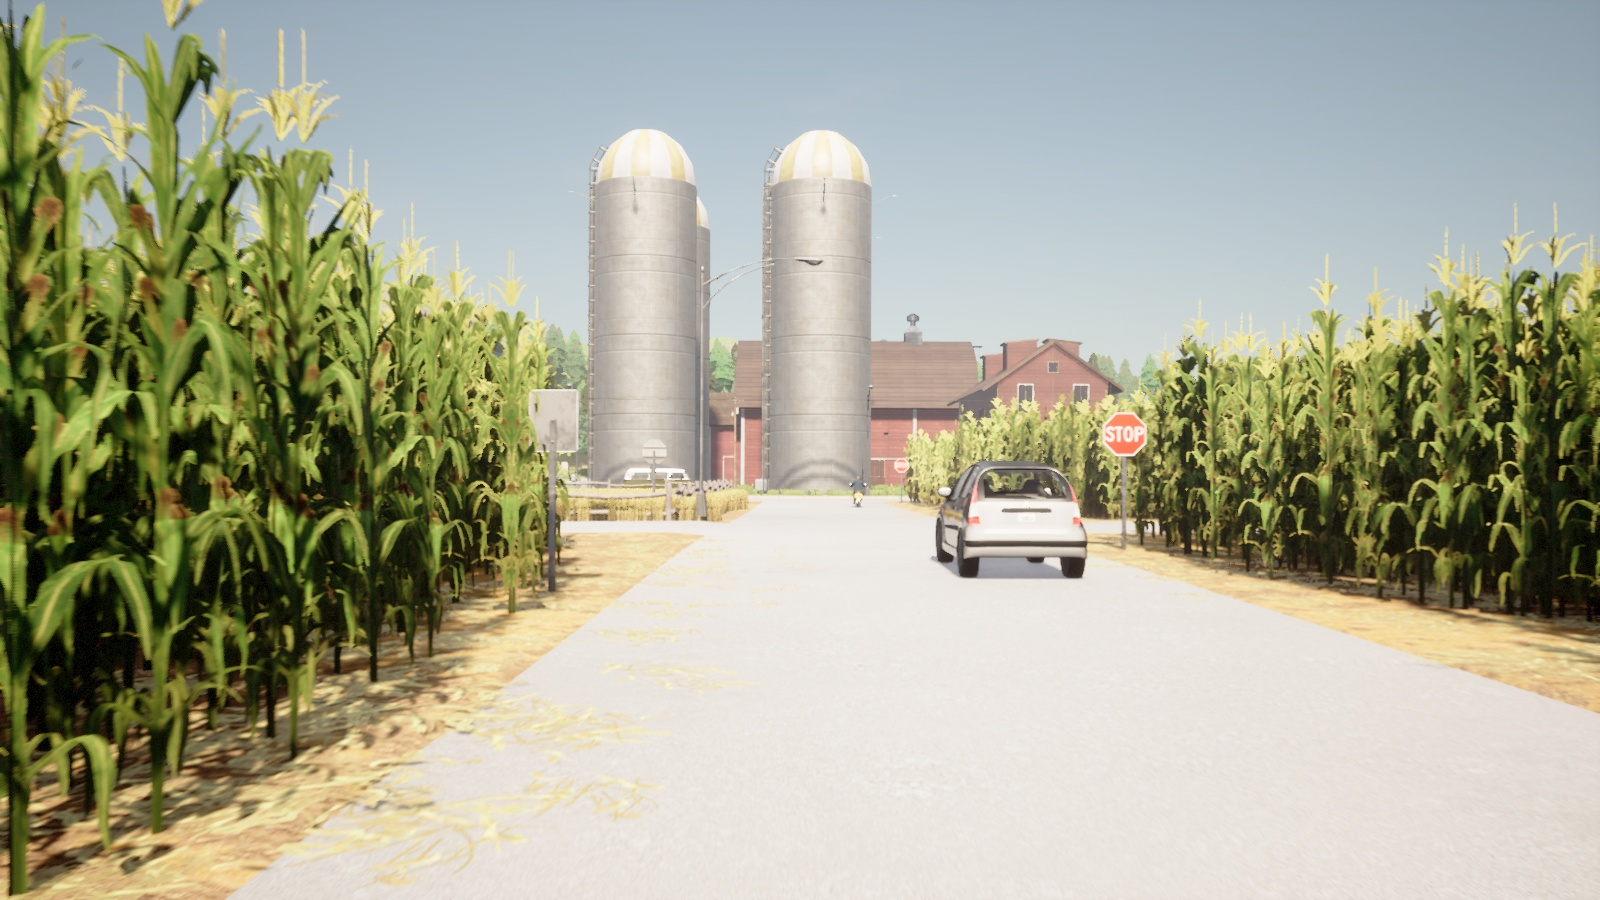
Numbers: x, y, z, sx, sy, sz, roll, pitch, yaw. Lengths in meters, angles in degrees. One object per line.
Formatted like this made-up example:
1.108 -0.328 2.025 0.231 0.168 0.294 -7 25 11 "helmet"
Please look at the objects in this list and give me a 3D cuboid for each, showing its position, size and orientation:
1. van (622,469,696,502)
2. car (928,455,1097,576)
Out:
-9.007 2.246 80.550 4.480 2.038 2.069 -1 -1 0 "van"
3.053 0.903 18.835 1.851 1.617 3.988 0 -1 0 "car"
